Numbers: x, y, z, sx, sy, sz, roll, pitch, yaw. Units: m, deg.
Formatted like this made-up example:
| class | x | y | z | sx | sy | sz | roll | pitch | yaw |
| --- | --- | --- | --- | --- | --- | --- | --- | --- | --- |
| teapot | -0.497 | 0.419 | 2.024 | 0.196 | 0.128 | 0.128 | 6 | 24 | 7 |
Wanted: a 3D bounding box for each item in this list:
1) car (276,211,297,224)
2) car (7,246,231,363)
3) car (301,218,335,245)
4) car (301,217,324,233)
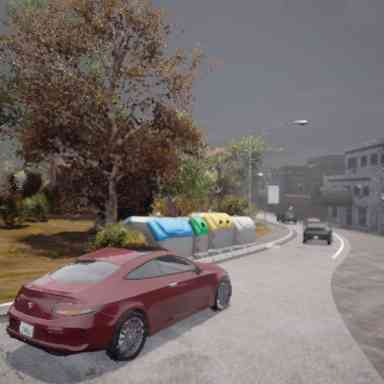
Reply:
| class | x | y | z | sx | sy | sz | roll | pitch | yaw |
| --- | --- | --- | --- | --- | --- | --- | --- | --- | --- |
| car | 15.359 | 4.021 | 54.329 | 2.150 | 2.045 | 5.566 | 0 | -1 | 0 |
| car | -0.914 | 1.751 | 6.275 | 1.812 | 1.442 | 4.674 | -1 | -4 | 32 |
| car | 9.284 | 2.932 | 24.438 | 1.837 | 1.490 | 4.892 | 0 | -4 | 24 |
| car | 13.758 | 3.703 | 38.237 | 1.882 | 1.535 | 5.008 | 0 | -3 | 13 |
